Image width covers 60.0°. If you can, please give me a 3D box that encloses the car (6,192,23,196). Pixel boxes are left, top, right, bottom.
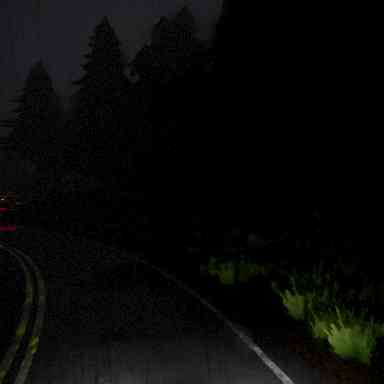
[{"bbox_3d":[-19.697,0.809,34.771,1.801,1.575,5.366,-1,1,-12],"label":"car"}]

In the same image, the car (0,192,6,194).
[{"bbox_3d":[-17.982,1.003,29.335,1.812,1.442,4.674,0,1,-23],"label":"car"}]

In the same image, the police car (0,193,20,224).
[{"bbox_3d":[-13.116,1.117,21.704,1.930,1.638,5.238,2,0,-42],"label":"police car"}]
